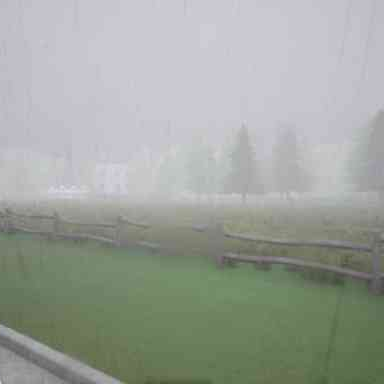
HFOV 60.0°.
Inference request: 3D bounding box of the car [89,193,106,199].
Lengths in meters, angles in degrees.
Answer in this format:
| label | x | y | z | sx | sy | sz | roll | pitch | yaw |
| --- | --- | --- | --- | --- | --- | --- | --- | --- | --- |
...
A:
| label | x | y | z | sx | sy | sz | roll | pitch | yaw |
| --- | --- | --- | --- | --- | --- | --- | --- | --- | --- |
| car | -23.415 | 1.137 | 82.726 | 4.605 | 1.855 | 1.932 | 0 | 0 | 35 |
